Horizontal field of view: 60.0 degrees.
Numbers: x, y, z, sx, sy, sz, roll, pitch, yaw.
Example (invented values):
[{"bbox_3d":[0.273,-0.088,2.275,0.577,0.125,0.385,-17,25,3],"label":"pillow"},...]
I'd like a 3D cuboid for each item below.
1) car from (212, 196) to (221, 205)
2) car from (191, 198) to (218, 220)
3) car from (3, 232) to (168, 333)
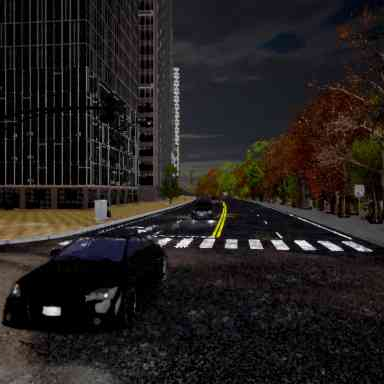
[{"bbox_3d":[4.188,1.497,59.484,1.812,1.442,4.674,0,0,5],"label":"car"},{"bbox_3d":[1.024,1.543,28.733,1.812,1.442,4.674,0,0,7],"label":"car"},{"bbox_3d":[-1.818,1.573,6.928,1.994,1.385,4.181,0,0,8],"label":"car"}]
